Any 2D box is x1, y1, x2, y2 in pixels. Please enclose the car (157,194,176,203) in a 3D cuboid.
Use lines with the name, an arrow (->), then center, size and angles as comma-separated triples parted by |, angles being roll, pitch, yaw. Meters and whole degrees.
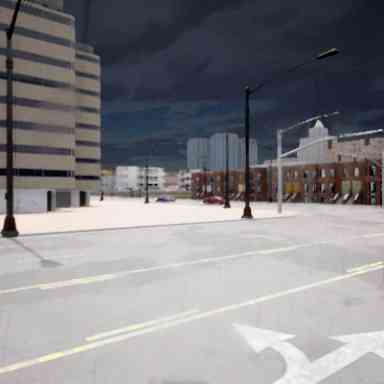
car -> -5.182, 1.260, 67.189 | 2.097, 1.767, 4.553 | 0, 0, -35

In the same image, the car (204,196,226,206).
car -> 3.922, 1.384, 54.384 | 1.882, 1.535, 5.008 | 0, 0, -35
